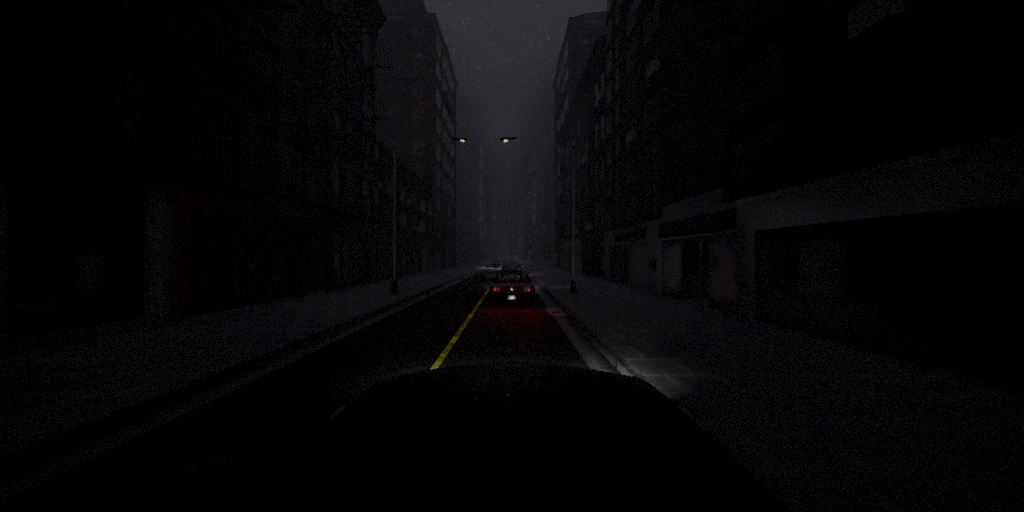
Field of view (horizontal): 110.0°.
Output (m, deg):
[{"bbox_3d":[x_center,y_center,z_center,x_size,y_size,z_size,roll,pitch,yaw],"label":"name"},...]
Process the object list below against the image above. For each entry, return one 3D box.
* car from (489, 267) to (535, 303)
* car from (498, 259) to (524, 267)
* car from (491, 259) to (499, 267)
[{"bbox_3d":[0.000,1.365,16.530,1.895,1.301,4.718,0,0,0],"label":"car"},{"bbox_3d":[0.000,1.234,31.500,1.882,1.535,5.008,0,0,0],"label":"car"},{"bbox_3d":[-2.749,1.268,64.346,1.882,1.535,5.008,0,0,0],"label":"car"}]
